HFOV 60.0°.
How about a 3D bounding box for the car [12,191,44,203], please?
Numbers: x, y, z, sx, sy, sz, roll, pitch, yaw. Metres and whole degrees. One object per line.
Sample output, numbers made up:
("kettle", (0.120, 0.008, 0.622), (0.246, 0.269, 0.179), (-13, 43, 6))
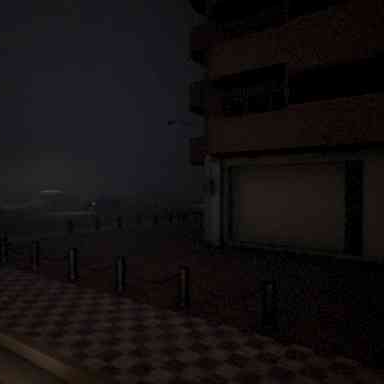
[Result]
("car", (-33.166, 0.806, 67.367), (1.932, 1.855, 4.605), (0, 0, 35))

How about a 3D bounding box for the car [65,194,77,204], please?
("car", (-19.334, 1.150, 57.664), (1.970, 1.475, 3.806), (0, 0, 35))

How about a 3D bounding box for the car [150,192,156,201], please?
("car", (-7.019, 0.924, 70.344), (1.905, 1.878, 3.866), (0, 0, 35))

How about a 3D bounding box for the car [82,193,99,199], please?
("car", (-25.401, 1.028, 83.353), (1.970, 1.475, 3.806), (0, 0, 35))

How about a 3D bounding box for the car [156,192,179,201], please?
("car", (-4.690, 0.939, 68.625), (1.932, 1.855, 4.605), (0, 0, 35))

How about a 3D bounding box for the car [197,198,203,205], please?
("car", (2.754, 1.381, 54.812), (1.837, 1.490, 4.892), (0, 0, 35))

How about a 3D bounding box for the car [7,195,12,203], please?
("car", (-35.492, 1.000, 69.096), (1.784, 1.438, 3.905), (0, 0, 35))

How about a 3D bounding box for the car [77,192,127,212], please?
("car", (-9.940, 1.226, 36.940), (2.097, 1.767, 4.553), (0, 0, 35))
